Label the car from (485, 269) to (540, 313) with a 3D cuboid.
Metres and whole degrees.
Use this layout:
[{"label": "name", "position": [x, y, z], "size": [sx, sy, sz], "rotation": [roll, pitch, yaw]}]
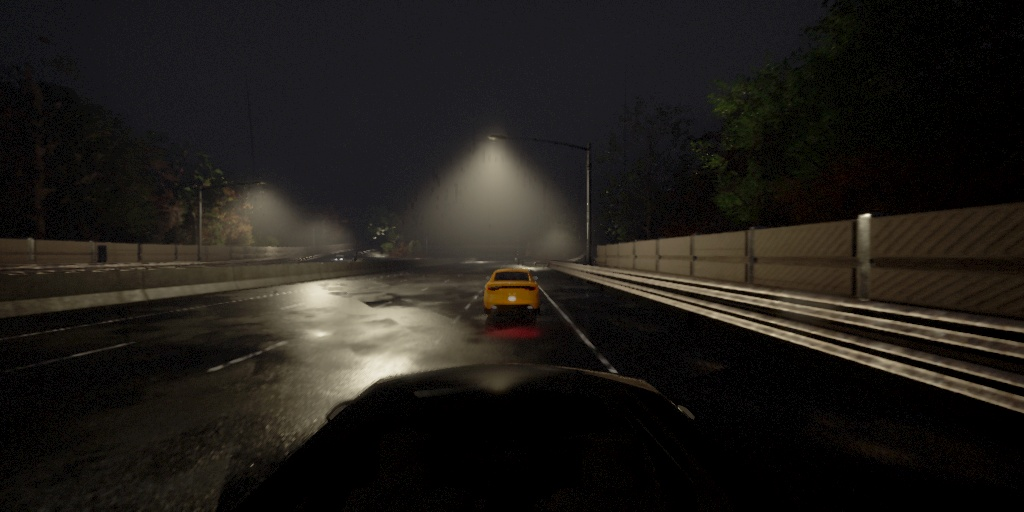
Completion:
[{"label": "car", "position": [0.003, 1.226, 14.033], "size": [1.882, 1.535, 5.008], "rotation": [0, 0, 0]}]
